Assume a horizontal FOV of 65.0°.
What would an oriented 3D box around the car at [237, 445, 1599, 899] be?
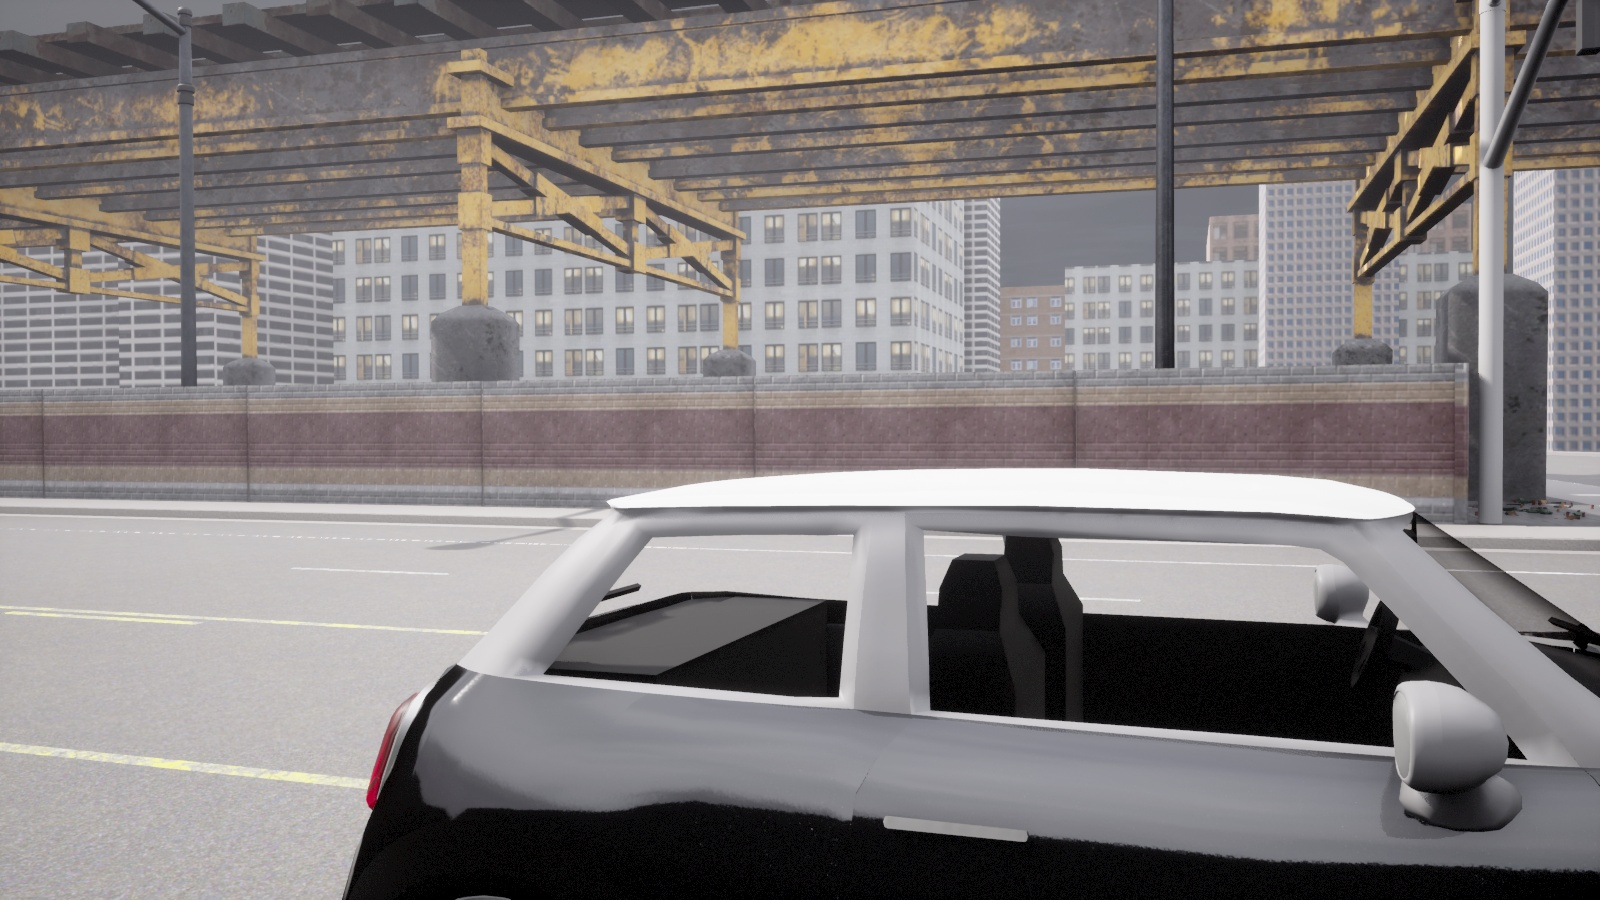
[{"bbox_3d":[0.986,0.750,2.861,3.806,1.475,1.970,1,1,18],"label":"car"}]
